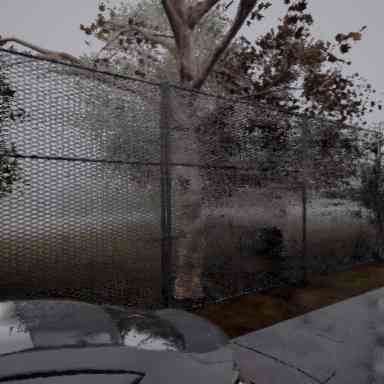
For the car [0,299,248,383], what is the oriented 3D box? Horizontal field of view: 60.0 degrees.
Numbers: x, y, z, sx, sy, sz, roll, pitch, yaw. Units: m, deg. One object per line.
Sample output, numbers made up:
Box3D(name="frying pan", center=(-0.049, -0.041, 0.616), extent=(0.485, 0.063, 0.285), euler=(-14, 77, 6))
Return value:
Box3D(name="car", center=(-1.680, 1.526, 1.869), extent=(4.674, 1.442, 1.812), euler=(0, 0, -35))
